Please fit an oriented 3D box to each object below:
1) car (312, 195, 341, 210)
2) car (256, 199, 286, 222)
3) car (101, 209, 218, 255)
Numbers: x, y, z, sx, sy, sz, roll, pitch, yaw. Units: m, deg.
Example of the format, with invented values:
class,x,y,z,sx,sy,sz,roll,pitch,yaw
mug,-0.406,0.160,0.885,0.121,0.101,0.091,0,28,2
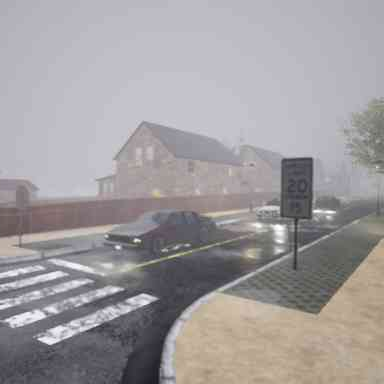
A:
class,x,y,z,sx,sy,sz,roll,pitch,yaw
car,13.922,1.059,34.295,1.994,1.385,4.181,1,2,35
car,6.163,1.210,23.336,1.812,1.442,4.674,1,2,35
car,-0.964,1.406,13.200,2.033,1.411,5.357,1,2,34
